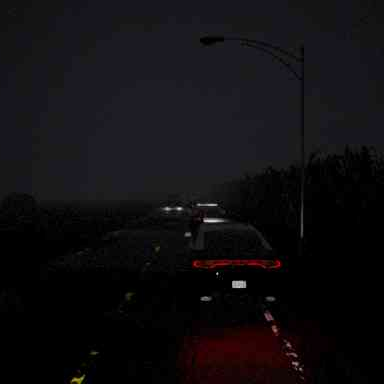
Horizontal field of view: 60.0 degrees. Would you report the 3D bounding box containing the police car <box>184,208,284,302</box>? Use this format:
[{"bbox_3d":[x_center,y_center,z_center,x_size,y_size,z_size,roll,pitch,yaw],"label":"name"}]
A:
[{"bbox_3d":[0.835,1.423,8.445,1.930,1.638,5.238,0,0,0],"label":"police car"}]

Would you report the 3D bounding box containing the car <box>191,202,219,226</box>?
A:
[{"bbox_3d":[0.856,1.509,24.334,1.812,1.442,4.674,0,0,0],"label":"car"}]

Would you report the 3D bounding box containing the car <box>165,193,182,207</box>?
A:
[{"bbox_3d":[-2.685,1.163,49.513,2.150,2.045,5.566,0,0,0],"label":"car"}]

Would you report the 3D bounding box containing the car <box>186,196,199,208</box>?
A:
[{"bbox_3d":[0.106,1.550,46.078,1.895,1.301,4.718,0,0,1],"label":"car"}]

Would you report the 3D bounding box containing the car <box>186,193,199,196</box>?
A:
[{"bbox_3d":[0.079,1.134,60.043,2.150,2.045,5.566,0,0,0],"label":"car"}]

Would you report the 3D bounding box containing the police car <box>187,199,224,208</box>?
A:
[{"bbox_3d":[0.849,1.415,18.444,1.930,1.638,5.238,0,0,0],"label":"police car"}]
